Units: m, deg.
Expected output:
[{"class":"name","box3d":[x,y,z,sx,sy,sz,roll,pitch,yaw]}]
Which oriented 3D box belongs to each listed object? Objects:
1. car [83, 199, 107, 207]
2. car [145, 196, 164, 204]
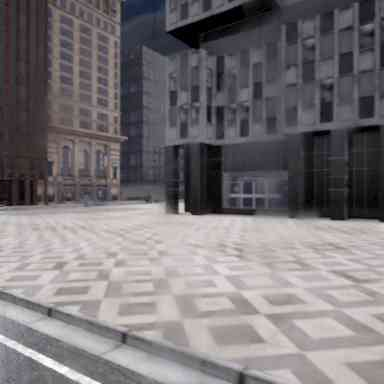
[{"class":"car","box3d":[-17.240,2.001,59.265,1.994,1.385,4.181,0,0,35]},{"class":"car","box3d":[-8.100,1.703,72.193,1.837,1.490,4.892,0,0,35]}]
